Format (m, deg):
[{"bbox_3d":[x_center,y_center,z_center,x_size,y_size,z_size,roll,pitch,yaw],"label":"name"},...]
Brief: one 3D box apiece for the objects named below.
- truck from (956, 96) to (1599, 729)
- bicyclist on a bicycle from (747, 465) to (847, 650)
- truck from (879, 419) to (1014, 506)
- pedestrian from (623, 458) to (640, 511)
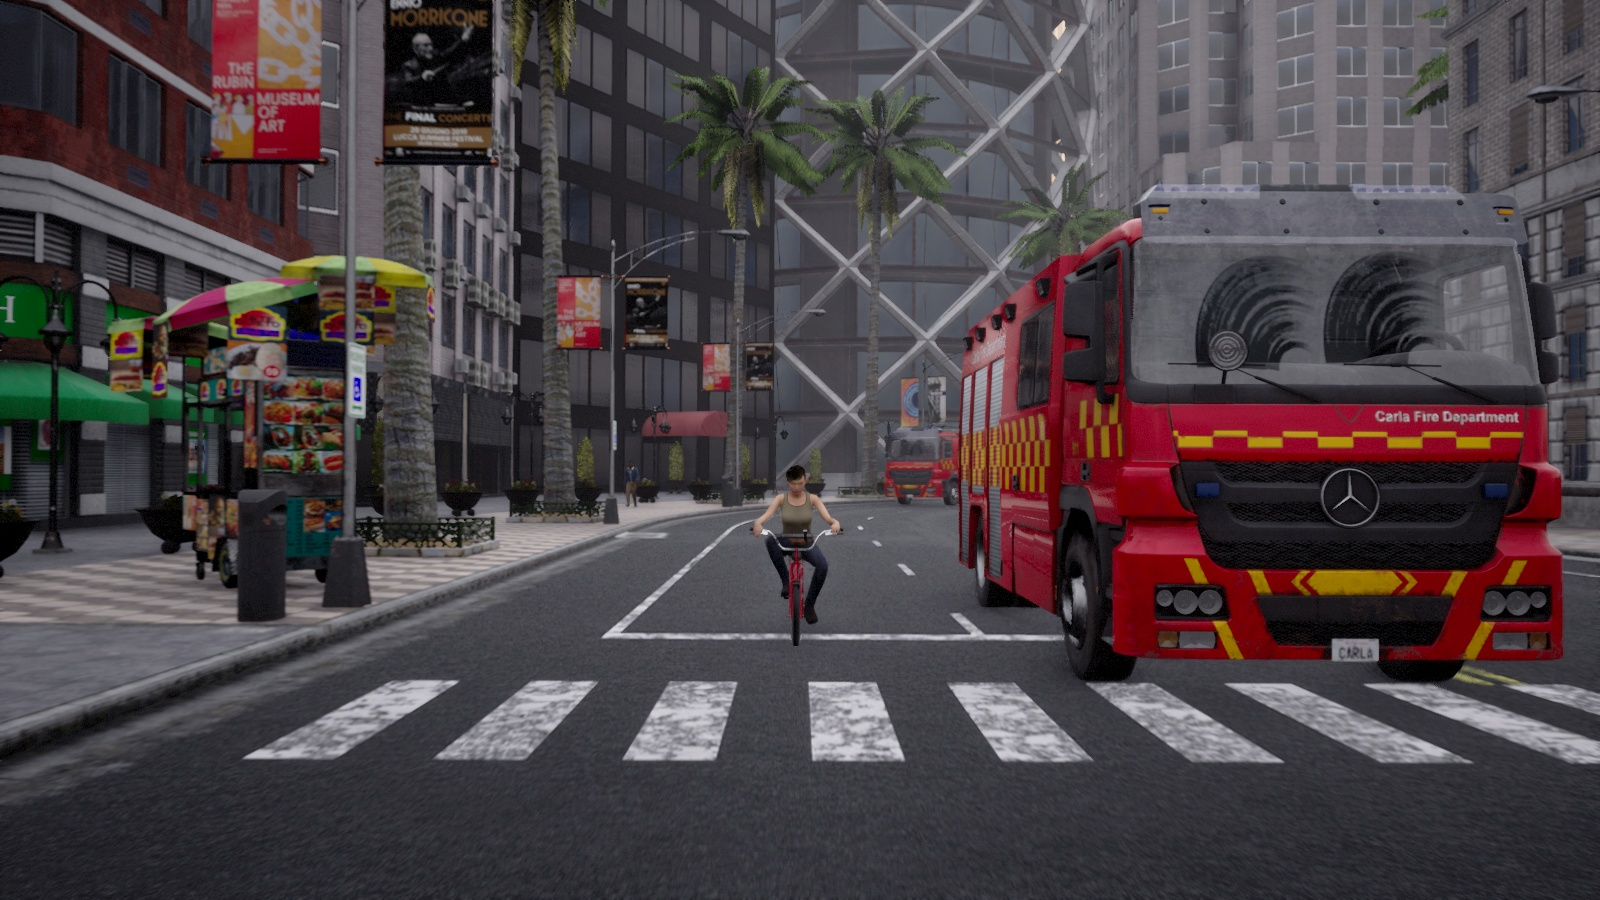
[{"bbox_3d":[3.466,-0.166,11.847,2.891,3.827,8.468,0,-1,0],"label":"truck"},{"bbox_3d":[-0.024,0.947,11.686,0.866,1.612,1.509,0,-1,0],"label":"bicyclist on a bicycle"},{"bbox_3d":[7.134,0.625,59.941,2.891,3.827,8.468,-1,-1,33],"label":"truck"},{"bbox_3d":[-6.320,1.284,47.049,0.423,1.949,0.788,0,-1,10],"label":"pedestrian"}]
